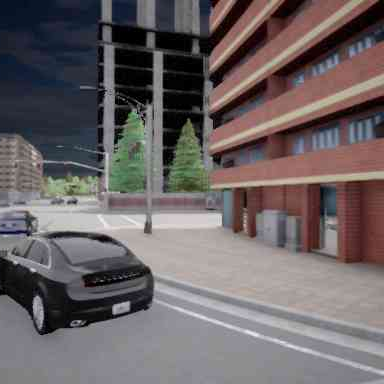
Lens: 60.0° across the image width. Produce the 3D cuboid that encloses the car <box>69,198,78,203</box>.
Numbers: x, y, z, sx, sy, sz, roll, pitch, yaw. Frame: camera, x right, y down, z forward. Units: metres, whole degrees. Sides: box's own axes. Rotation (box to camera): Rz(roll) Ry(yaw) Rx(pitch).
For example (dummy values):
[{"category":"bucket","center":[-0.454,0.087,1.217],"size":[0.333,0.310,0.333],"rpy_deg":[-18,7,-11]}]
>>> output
[{"category":"car","center":[-31.470,2.203,88.381],"size":[2.033,1.411,5.357],"rpy_deg":[0,-1,-17]}]

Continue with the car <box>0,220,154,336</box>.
[{"category":"car","center":[-2.723,1.572,6.962],"size":[1.837,1.490,4.892],"rpy_deg":[1,-1,-42]}]

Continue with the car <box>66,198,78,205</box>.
[{"category":"car","center":[-28.465,2.257,78.557],"size":[1.812,1.442,4.674],"rpy_deg":[0,-1,-17]}]

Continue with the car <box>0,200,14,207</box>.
[{"category":"car","center":[-33.074,2.070,57.723],"size":[2.033,1.411,5.357],"rpy_deg":[0,-1,-17]}]

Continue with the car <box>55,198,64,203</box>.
[{"category":"car","center":[-34.817,2.200,87.357],"size":[1.994,1.385,4.181],"rpy_deg":[0,-1,-17]}]

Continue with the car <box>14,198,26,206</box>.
[{"category":"car","center":[-37.647,2.166,72.679],"size":[1.837,1.490,4.892],"rpy_deg":[0,-1,-17]}]

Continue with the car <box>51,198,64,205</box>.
[{"category":"car","center":[-31.812,2.257,77.533],"size":[2.033,1.411,5.357],"rpy_deg":[0,-1,-17]}]

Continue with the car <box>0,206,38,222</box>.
[{"category":"car","center":[-9.847,1.722,18.685],"size":[2.033,1.411,5.357],"rpy_deg":[0,-1,-20]}]
